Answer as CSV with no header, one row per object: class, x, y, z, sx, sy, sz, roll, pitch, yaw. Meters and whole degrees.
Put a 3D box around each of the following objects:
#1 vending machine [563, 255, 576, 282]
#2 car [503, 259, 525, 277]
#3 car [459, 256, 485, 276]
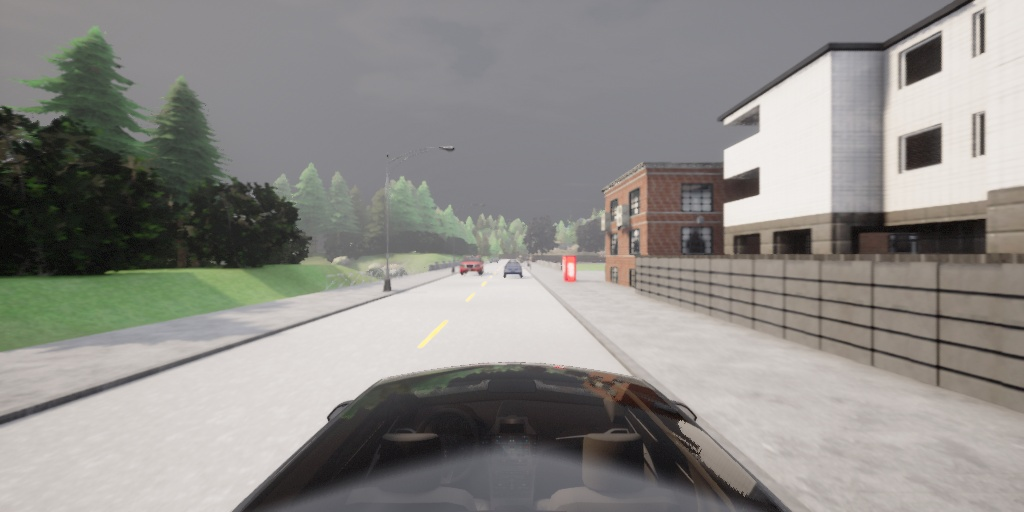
vending machine,4.300,0.944,26.765,1.100,2.100,0.880,0,0,0
car,0.098,1.296,35.194,2.033,1.411,5.357,0,0,0
car,-4.094,0.973,37.453,2.150,2.045,5.566,0,0,0
